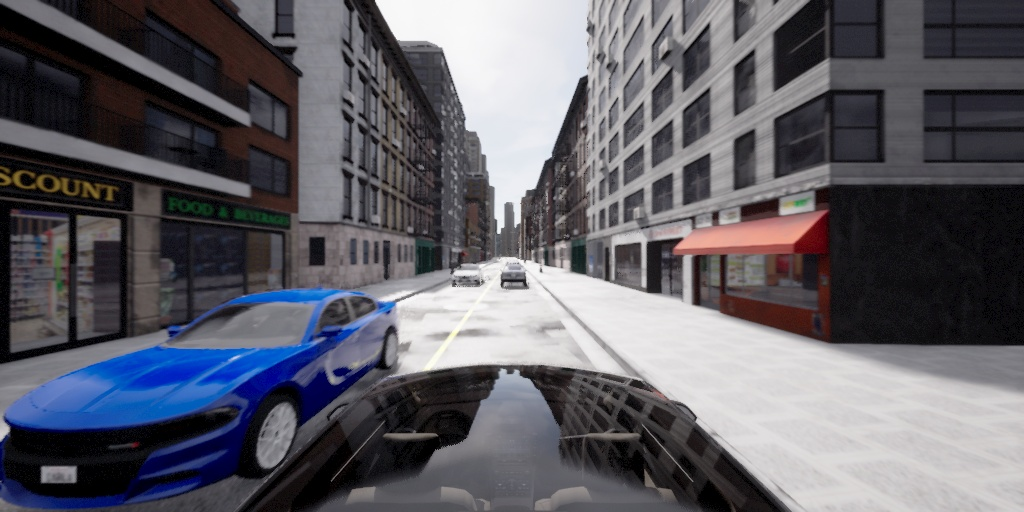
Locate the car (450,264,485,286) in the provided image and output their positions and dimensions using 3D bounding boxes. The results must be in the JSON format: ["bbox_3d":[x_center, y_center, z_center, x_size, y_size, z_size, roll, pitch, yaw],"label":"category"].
[{"bbox_3d":[-3.054,1.283,25.400,1.812,1.442,4.674,0,0,0],"label":"car"}]

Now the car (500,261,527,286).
[{"bbox_3d":[0.104,1.305,25.559,2.033,1.411,5.357,0,0,0],"label":"car"}]

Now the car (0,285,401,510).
[{"bbox_3d":[-3.088,1.229,4.948,1.882,1.535,5.008,0,0,0],"label":"car"}]
